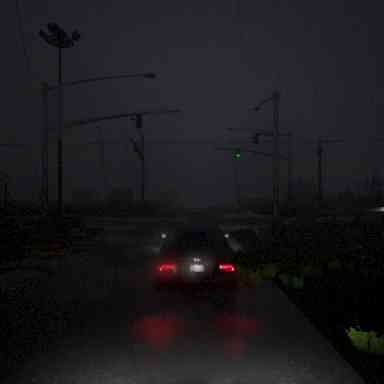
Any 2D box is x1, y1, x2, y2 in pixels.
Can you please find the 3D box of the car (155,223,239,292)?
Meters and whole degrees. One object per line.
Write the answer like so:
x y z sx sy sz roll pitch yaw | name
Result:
0.095 1.548 9.064 2.033 1.411 5.357 0 0 0 | car
